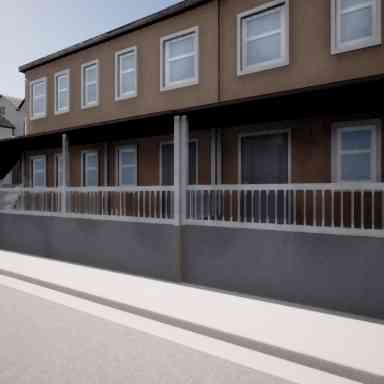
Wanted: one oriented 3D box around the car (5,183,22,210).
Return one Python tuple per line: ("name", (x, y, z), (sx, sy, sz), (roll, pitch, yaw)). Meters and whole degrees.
("car", (-14.636, 0.218, 29.467), (2.150, 2.045, 5.566), (0, 19, 34))
